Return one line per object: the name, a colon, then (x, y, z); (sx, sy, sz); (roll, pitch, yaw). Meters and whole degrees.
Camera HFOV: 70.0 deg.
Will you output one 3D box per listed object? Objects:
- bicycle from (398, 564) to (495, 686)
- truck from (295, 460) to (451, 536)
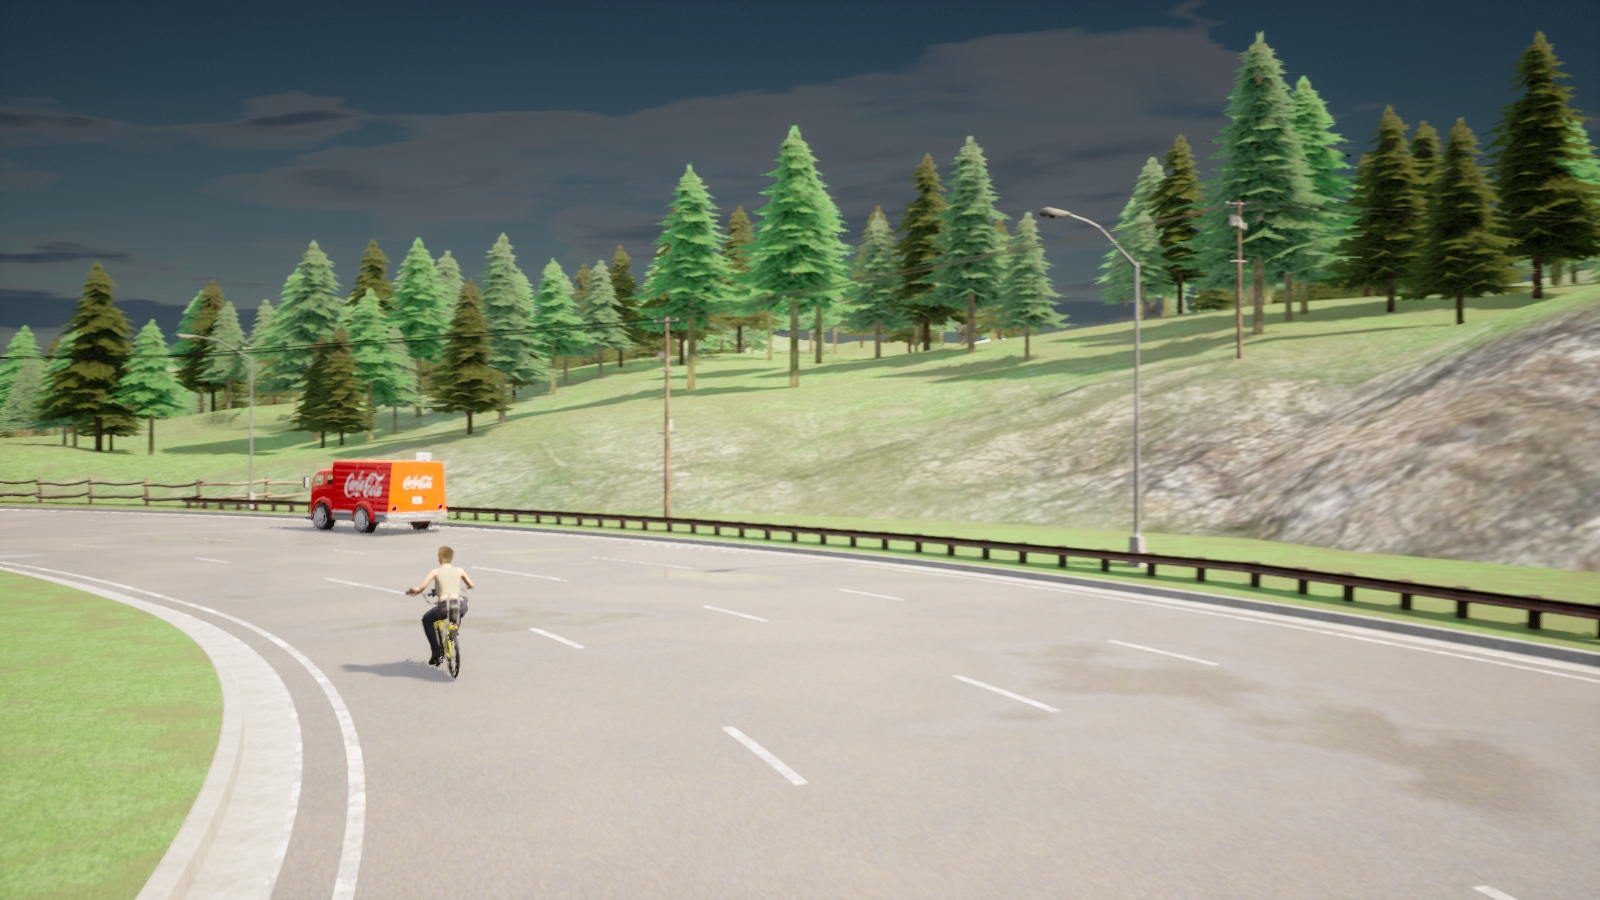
bicycle: (-4.481, 2.162, 14.426); (0.859, 1.276, 1.487); (-1, 0, -30)
truck: (-14.915, 1.581, 39.839); (5.204, 2.467, 2.627); (0, 0, 35)
